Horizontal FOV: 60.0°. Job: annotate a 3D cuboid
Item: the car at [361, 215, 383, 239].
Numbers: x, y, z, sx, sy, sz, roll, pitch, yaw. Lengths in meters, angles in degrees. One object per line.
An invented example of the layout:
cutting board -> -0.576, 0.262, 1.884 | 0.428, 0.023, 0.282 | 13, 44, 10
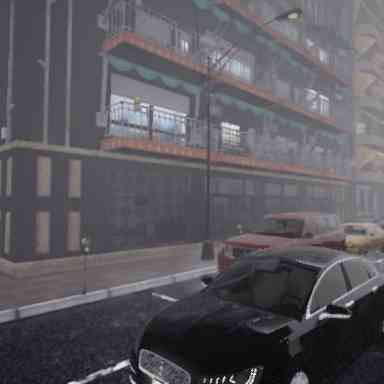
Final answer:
car -> 6.889, 1.872, 13.931 | 4.829, 1.417, 1.752 | 1, -1, -44

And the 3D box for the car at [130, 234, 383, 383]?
car -> 1.417, 1.635, 4.829 | 4.892, 1.490, 1.837 | 2, -3, -44

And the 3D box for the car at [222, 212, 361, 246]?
car -> 2.975, 1.576, 10.100 | 5.009, 1.841, 2.192 | 1, -1, -44
